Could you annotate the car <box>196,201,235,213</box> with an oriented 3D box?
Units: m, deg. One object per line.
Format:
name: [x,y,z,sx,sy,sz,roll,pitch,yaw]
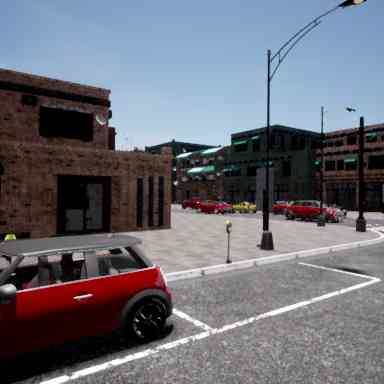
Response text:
car: [2.924,1.885,42.618,2.033,1.411,5.357,1,-1,-35]

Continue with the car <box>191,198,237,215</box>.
car: [2.422,1.729,37.725,1.882,1.535,5.008,1,0,-35]

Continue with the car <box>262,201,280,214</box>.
car: [9.803,1.739,37.239,1.967,1.590,4.097,0,-1,-35]

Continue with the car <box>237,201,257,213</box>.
car: [6.540,1.878,41.934,1.752,1.417,4.829,0,-1,-35]

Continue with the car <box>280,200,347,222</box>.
car: [9.901,1.479,27.006,2.097,1.767,4.553,1,-1,-35]

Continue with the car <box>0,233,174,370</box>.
car: [-2.383,1.440,4.844,4.097,1.590,1.967,0,1,-36]

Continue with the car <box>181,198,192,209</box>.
car: [0.307,1.772,50.911,2.192,1.841,5.009,0,-1,-35]

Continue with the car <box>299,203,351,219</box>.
car: [12.967,1.811,32.681,1.947,1.339,4.313,0,-1,-35]
